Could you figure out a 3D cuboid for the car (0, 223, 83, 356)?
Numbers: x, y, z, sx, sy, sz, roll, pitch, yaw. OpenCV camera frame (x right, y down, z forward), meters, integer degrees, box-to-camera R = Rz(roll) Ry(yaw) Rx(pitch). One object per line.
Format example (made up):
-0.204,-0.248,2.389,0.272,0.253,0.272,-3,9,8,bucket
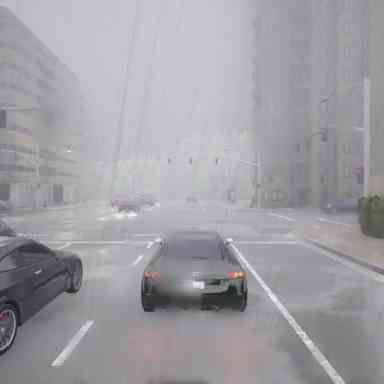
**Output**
-3.462,1.526,5.888,1.812,1.442,4.674,0,0,0,car

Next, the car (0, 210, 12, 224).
-7.125,1.505,9.868,1.837,1.490,4.892,0,0,0,car

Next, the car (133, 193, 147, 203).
-10.667,1.224,68.659,2.150,2.045,5.566,0,0,0,car

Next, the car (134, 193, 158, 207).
-7.225,1.220,52.712,2.150,2.045,5.566,0,0,0,car

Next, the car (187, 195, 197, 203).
-0.071,1.352,69.733,2.097,1.767,4.553,0,0,0,car

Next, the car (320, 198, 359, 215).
15.502,1.352,33.736,4.553,1.767,2.097,0,0,1,car

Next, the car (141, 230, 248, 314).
0.046,1.564,7.692,1.994,1.385,4.181,0,0,0,car

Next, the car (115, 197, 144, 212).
-7.194,1.601,38.475,1.895,1.301,4.718,0,0,0,car

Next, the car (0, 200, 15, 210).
-20.737,1.526,34.072,4.674,1.442,1.812,0,0,-4,car

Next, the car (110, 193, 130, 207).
-10.718,1.219,50.334,2.150,2.045,5.566,0,0,0,car

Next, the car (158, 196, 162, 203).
-7.170,1.486,68.398,2.128,1.511,4.902,0,0,0,car
